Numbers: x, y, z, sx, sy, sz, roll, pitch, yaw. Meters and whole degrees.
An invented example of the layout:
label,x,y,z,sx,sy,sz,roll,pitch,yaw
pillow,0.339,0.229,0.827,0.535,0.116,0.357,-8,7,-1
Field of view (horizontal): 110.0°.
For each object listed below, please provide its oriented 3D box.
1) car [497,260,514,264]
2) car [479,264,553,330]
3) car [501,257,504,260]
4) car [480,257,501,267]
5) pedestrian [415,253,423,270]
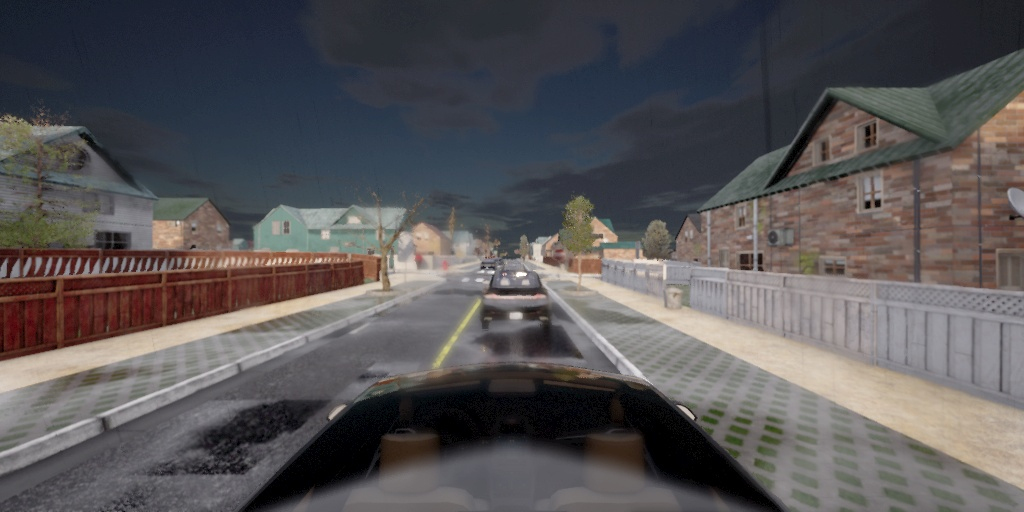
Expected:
label,x,y,z,sx,sy,sz,roll,pitch,yaw
car,0.120,1.172,25.151,1.895,1.301,4.718,0,0,0
car,0.104,1.168,10.797,2.128,1.511,4.902,0,1,0
car,-2.755,0.926,59.910,1.994,1.385,4.181,0,0,0
car,-2.822,0.992,44.376,2.033,1.411,5.357,0,0,1
pedestrian,-9.589,0.512,36.748,0.375,1.860,0.375,0,-2,0
